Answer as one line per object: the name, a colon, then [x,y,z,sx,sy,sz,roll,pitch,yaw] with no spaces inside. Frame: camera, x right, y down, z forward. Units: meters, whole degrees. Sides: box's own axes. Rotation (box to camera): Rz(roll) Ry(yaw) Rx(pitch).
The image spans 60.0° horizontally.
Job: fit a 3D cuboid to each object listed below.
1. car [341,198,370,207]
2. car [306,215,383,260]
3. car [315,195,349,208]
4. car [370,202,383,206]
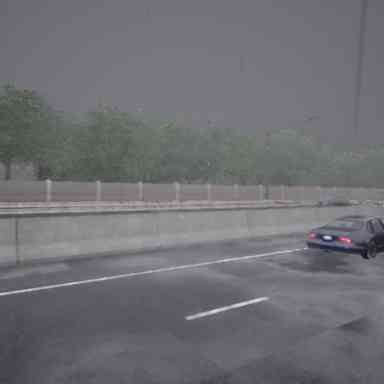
car: [20.196,1.774,39.743,4.181,1.385,1.994,0,0,-35]
car: [6.662,1.617,12.772,5.357,1.411,2.033,0,0,-35]
car: [18.067,1.433,42.526,5.566,2.045,2.150,1,0,-35]
car: [22.115,1.715,36.816,4.892,1.490,1.837,0,0,-35]
